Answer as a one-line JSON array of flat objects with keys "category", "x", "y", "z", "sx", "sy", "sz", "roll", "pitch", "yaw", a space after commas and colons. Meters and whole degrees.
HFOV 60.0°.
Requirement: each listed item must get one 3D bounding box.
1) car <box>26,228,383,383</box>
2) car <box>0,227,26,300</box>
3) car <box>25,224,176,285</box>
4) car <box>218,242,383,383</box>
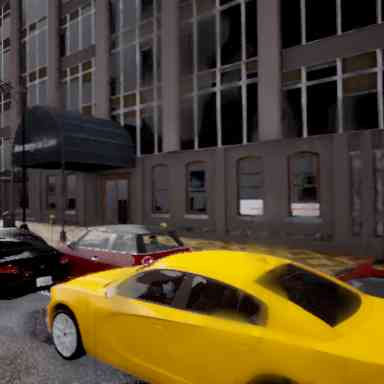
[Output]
[{"category": "car", "x": 0.120, "y": 1.509, "z": 4.281, "sx": 5.008, "sy": 1.535, "sz": 1.882, "roll": 0, "pitch": 0, "yaw": 36}, {"category": "car", "x": -4.730, "y": 1.566, "z": 7.815, "sx": 4.674, "sy": 1.442, "sz": 1.812, "roll": 0, "pitch": 0, "yaw": 36}, {"category": "car", "x": -1.922, "y": 1.490, "z": 8.000, "sx": 4.097, "sy": 1.590, "sz": 1.967, "roll": 0, "pitch": -1, "yaw": 36}, {"category": "car", "x": 2.642, "y": 1.624, "z": 4.669, "sx": 4.206, "sy": 1.307, "sz": 1.802, "roll": 0, "pitch": -1, "yaw": 36}]
